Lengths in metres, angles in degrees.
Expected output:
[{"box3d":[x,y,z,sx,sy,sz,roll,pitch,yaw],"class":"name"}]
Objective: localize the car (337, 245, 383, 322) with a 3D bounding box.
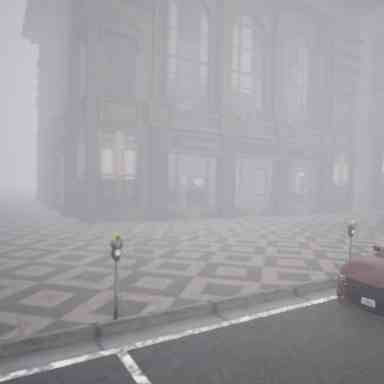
[{"box3d":[4.641,1.458,6.244,4.507,1.381,1.887,0,2,-31],"class":"car"}]
